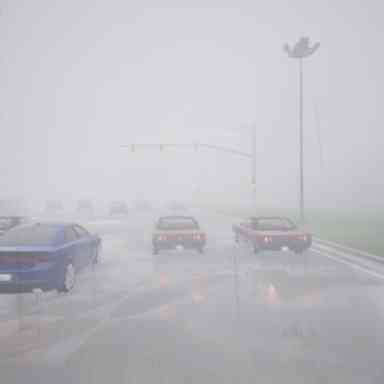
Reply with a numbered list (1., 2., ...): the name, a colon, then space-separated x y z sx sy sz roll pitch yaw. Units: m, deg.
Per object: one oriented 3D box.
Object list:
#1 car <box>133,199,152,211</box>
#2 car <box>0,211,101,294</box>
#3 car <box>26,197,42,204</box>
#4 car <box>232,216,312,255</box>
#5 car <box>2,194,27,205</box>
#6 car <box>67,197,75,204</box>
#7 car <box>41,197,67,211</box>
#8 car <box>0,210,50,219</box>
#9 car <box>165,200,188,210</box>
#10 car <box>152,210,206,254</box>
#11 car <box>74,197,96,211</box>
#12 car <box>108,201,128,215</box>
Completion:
1. car: -6.288 1.613 42.260 1.812 1.442 4.674 0 0 -18
2. car: -3.786 1.508 8.924 1.882 1.535 5.008 0 0 -3
3. car: -30.812 1.776 68.032 5.357 1.411 2.033 0 0 30
4. car: 2.909 1.606 13.322 1.895 1.301 4.718 0 0 -5
5. car: -35.301 1.480 66.398 5.566 2.045 2.150 0 0 23
6. car: -26.231 1.717 69.304 4.892 1.490 1.837 0 0 30
7. car: -17.081 1.627 41.414 2.128 1.511 4.902 0 0 -20
8. car: -7.678 1.656 13.928 1.895 1.301 4.718 0 0 -6
9. car: -1.999 1.666 40.438 1.895 1.301 4.718 0 0 -16
10. car: -0.637 1.623 13.682 1.895 1.301 4.718 0 0 -5
11. car: -13.378 1.624 41.441 1.837 1.490 4.892 0 0 -19
12. car: -7.737 1.631 34.947 2.033 1.411 5.357 0 0 -14
